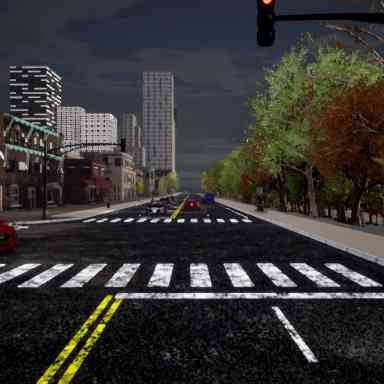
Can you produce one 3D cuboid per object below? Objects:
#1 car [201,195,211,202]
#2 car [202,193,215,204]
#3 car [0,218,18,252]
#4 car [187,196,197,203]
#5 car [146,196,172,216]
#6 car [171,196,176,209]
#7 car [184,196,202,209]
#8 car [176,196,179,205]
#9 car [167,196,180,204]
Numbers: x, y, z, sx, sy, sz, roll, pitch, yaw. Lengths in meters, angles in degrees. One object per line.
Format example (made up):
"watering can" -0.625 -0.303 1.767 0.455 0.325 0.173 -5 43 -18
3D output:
"car" 3.057 1.448 74.409 1.882 1.535 5.008 0 0 0
"car" 3.187 1.198 63.834 2.150 2.045 5.566 0 0 0
"car" -8.488 1.490 12.967 5.008 1.535 1.882 -1 -1 43
"car" -0.073 1.539 67.654 1.994 1.385 4.181 0 0 0
"car" -3.429 1.481 32.982 2.128 1.511 4.902 0 0 0
"car" -3.449 1.490 43.032 1.837 1.490 4.892 0 0 0
"car" -0.021 1.549 44.260 1.994 1.385 4.181 0 0 0
"car" -3.467 1.486 53.172 1.837 1.490 4.892 0 0 0
"car" -3.456 1.468 63.562 2.128 1.511 4.902 0 0 1
